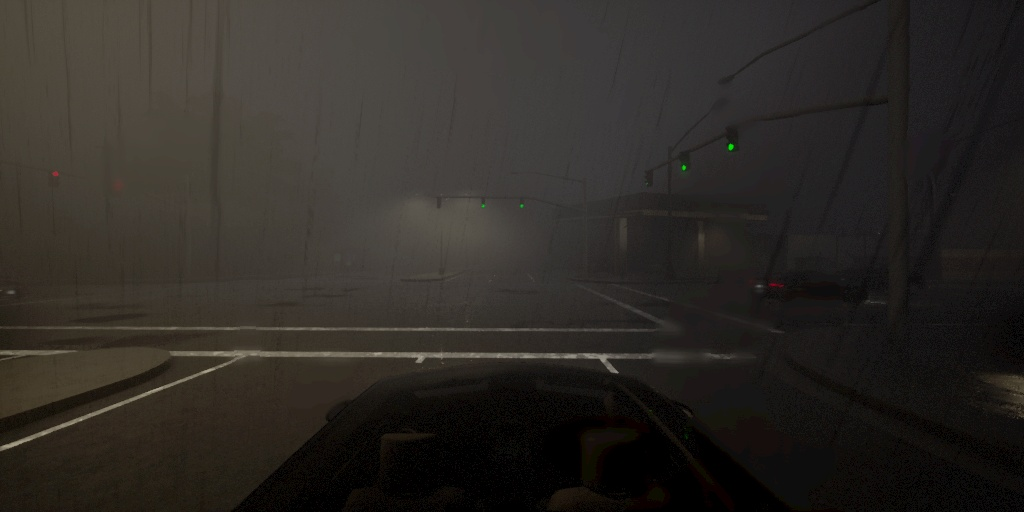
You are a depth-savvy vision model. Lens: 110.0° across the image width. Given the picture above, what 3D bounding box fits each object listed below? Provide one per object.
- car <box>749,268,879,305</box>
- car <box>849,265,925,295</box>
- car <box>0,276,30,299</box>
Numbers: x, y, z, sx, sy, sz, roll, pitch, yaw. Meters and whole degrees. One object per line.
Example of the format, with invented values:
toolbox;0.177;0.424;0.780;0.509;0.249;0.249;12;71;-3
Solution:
car;12.813;1.327;15.640;4.181;1.385;1.994;0;0;-1
car;19.230;1.256;19.350;4.892;1.490;1.837;0;0;-1
car;-24.461;1.298;15.775;4.902;1.511;2.128;1;0;0
